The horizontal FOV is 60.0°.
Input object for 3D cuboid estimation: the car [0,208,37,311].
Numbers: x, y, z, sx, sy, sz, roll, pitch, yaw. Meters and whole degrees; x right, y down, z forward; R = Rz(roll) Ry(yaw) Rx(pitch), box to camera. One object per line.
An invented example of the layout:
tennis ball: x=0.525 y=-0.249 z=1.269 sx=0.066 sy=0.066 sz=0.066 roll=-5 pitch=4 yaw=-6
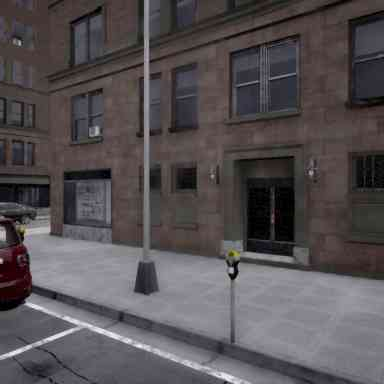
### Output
car: x=-5.112 y=1.315 z=6.444 sx=5.009 sy=1.841 sz=2.192 roll=0 pitch=0 yaw=35

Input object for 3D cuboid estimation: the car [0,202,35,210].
car: x=-12.704 y=1.470 z=21.694 sx=1.837 sy=1.490 sz=4.892 roll=0 pitch=0 yaw=34
